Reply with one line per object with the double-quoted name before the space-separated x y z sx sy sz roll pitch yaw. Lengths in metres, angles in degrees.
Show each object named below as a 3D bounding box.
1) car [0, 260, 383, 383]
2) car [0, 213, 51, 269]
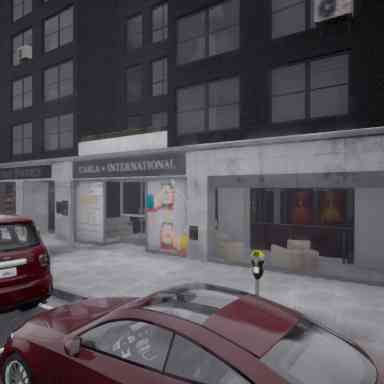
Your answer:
"car" -0.137 1.582 3.170 4.206 1.307 1.802 0 0 35
"car" -4.752 1.314 6.448 5.009 1.841 2.192 0 0 35
